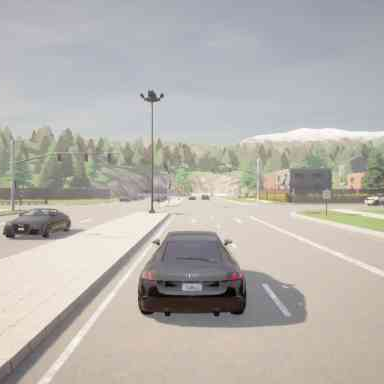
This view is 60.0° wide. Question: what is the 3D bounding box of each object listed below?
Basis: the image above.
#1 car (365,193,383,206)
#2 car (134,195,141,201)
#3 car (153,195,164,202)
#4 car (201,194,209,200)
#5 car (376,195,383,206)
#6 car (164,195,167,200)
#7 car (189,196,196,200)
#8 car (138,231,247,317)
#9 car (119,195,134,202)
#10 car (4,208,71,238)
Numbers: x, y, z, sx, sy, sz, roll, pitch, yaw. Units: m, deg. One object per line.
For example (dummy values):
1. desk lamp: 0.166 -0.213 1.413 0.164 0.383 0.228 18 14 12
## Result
1. car: 30.938 1.221 53.563 5.566 2.045 2.150 0 0 0
2. car: -14.958 1.500 84.961 1.837 1.490 4.892 0 0 0
3. car: -7.964 1.524 74.216 1.812 1.442 4.674 0 0 0
4. car: 3.545 1.355 90.780 2.097 1.767 4.553 0 0 0
5. car: 31.343 1.547 50.079 5.357 1.411 2.033 0 0 0
6. car: -7.959 1.524 83.826 1.812 1.442 4.674 0 0 0
7. car: 0.044 1.595 89.705 1.895 1.301 4.718 0 0 0
8. car: 0.003 1.563 7.579 1.994 1.385 4.181 0 0 0
9. car: -14.964 1.540 74.580 2.033 1.411 5.357 0 0 0
10. car: -8.013 1.564 17.625 1.994 1.385 4.181 0 0 1
